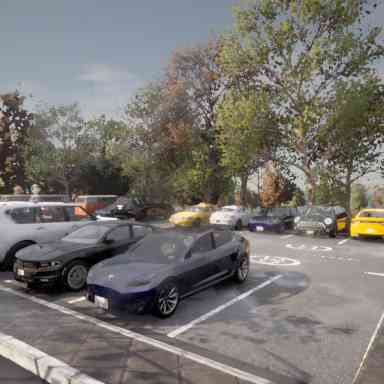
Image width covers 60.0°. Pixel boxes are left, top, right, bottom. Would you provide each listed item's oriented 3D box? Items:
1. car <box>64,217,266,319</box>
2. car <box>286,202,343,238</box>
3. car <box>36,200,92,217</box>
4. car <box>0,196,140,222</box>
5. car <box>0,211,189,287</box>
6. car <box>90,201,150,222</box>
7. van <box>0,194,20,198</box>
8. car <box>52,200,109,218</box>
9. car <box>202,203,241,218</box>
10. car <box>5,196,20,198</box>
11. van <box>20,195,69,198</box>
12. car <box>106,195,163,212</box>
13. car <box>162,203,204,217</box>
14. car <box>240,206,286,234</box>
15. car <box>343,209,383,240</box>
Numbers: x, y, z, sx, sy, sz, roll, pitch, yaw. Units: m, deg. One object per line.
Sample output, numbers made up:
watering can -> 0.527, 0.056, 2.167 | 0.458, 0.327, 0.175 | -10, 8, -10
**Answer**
car -> -0.273, 1.629, 8.082 | 2.163, 1.488, 4.792 | 0, 0, 36
car -> 7.344, 1.465, 18.790 | 2.185, 1.767, 4.553 | 0, 0, 36
car -> -12.731, 1.557, 33.352 | 2.163, 1.488, 4.792 | 0, 0, 36
car -> -4.733, 1.329, 11.388 | 2.435, 2.045, 5.566 | 0, 0, 36
car -> -2.500, 1.590, 9.740 | 2.097, 1.535, 5.008 | 0, 0, 36
car -> -6.043, 1.565, 28.429 | 2.163, 1.488, 4.792 | 0, 0, 36
van -> -19.405, 1.337, 38.302 | 1.878, 1.987, 4.442 | 0, 0, 36
car -> -10.594, 1.554, 31.802 | 2.163, 1.488, 4.792 | 0, 0, 36
car -> 2.940, 1.613, 21.943 | 2.002, 1.452, 4.674 | 0, 0, 36
car -> -17.227, 1.548, 36.585 | 2.097, 1.535, 5.008 | 0, 0, 36
van -> -15.040, 1.310, 34.857 | 1.878, 1.987, 4.442 | 0, 0, 36
car -> -3.767, 1.293, 26.848 | 2.435, 2.045, 5.566 | 0, 0, 36
car -> 0.590, 1.560, 23.422 | 1.946, 1.575, 5.366 | 0, 0, 36
car -> 5.166, 1.611, 20.295 | 2.163, 1.488, 4.792 | 0, 0, 36
car -> 9.565, 1.600, 17.134 | 2.097, 1.535, 5.008 | 0, 0, 36
